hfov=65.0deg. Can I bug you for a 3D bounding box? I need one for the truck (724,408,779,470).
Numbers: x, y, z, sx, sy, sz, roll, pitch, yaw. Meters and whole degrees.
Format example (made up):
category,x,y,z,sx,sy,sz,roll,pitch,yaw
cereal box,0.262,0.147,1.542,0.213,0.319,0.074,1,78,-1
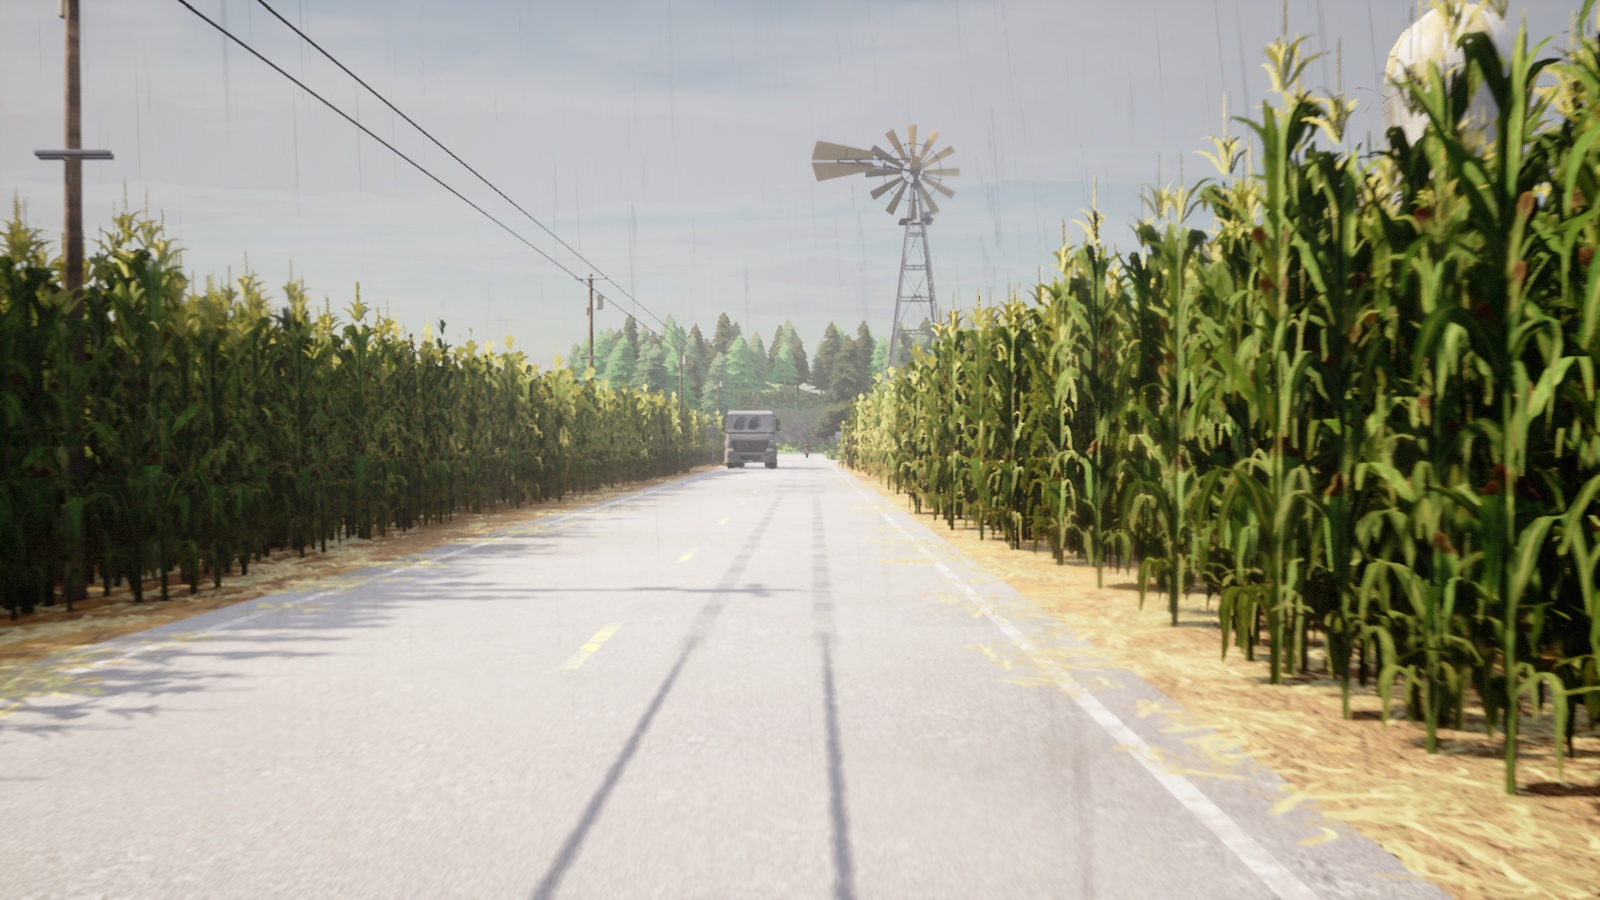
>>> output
category,x,y,z,sx,sy,sz,roll,pitch,yaw
truck,-2.785,-0.656,74.338,2.891,3.462,7.936,0,0,0
